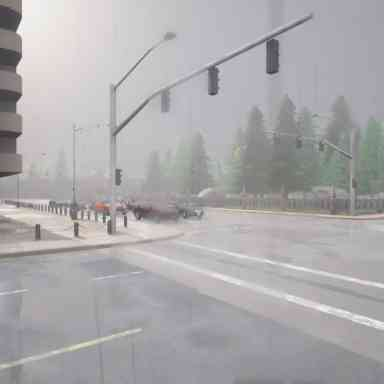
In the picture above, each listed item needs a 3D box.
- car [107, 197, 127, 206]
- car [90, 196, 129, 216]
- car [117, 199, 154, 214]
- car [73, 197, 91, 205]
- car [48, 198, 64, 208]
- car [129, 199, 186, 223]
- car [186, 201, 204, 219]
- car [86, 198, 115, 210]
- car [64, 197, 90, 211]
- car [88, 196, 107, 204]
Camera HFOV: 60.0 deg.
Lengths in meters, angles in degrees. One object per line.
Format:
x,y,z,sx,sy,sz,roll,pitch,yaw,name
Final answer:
-13.245,1.581,58.590,1.812,1.442,4.674,0,0,-36,car
-8.343,1.407,33.925,2.097,1.767,4.553,0,0,-36,car
-6.407,1.547,37.203,2.128,1.511,4.902,0,0,-36,car
-20.823,1.656,62.939,1.895,1.301,4.718,0,0,-36,car
-20.040,1.603,49.838,2.033,1.411,5.357,0,0,-36,car
-2.876,1.533,26.530,1.882,1.535,5.008,0,0,-36,car
-0.891,1.547,29.735,2.128,1.511,4.902,0,0,-36,car
-12.572,1.603,45.560,2.033,1.411,5.357,0,0,-36,car
-13.770,1.547,41.287,2.128,1.511,4.902,0,0,-36,car
-18.755,1.547,66.031,2.128,1.511,4.902,0,0,-36,car
